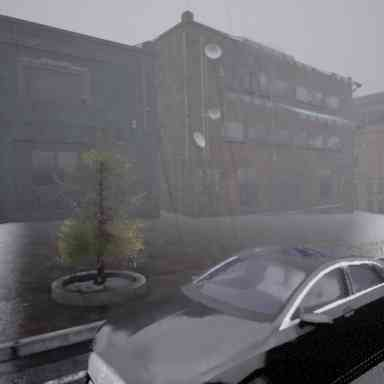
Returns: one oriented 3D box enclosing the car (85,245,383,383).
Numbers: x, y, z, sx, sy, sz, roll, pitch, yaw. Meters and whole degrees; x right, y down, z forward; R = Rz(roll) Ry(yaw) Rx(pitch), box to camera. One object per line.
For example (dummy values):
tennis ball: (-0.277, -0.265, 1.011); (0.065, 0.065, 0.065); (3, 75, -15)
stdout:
car: (1.173, 1.517, 4.262); (4.902, 1.511, 2.128); (1, 0, -37)
